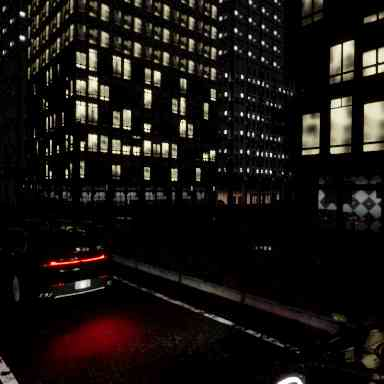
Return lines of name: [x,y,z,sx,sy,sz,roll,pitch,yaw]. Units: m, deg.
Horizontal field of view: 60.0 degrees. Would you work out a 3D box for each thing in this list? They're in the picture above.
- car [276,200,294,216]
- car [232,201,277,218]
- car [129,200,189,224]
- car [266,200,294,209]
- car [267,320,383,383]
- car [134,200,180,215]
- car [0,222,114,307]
car: [10.356,1.936,37.449,4.206,1.307,1.802,1,0,-40]
car: [6.180,1.833,33.915,4.829,1.417,1.752,1,0,-40]
car: [-2.559,1.524,26.520,5.009,1.841,2.192,1,0,-40]
car: [13.547,1.882,51.124,4.313,1.339,1.947,1,0,-40]
car: [2.420,1.352,1.331,2.097,1.767,4.553,0,0,-41]
car: [-3.800,1.648,36.449,4.829,1.417,1.752,1,0,-40]
car: [-3.662,1.501,8.124,1.837,1.490,4.892,0,0,-41]
